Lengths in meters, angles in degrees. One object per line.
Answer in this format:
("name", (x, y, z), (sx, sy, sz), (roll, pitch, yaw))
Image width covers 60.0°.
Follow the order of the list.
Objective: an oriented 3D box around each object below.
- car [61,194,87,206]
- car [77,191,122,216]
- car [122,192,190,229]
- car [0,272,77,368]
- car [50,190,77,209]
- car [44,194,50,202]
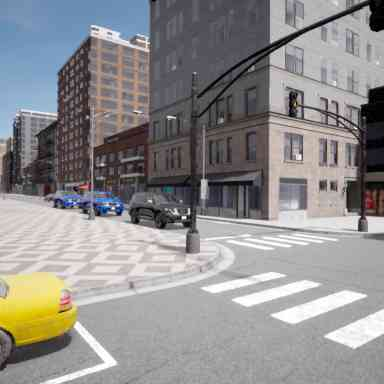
("car", (-16.837, 1.079, 47.269), (2.128, 1.511, 4.902), (1, 0, -35))
("car", (-7.980, 0.960, 29.212), (2.150, 2.045, 5.566), (1, 0, -35))
("car", (-2.036, 1.053, 20.803), (2.150, 2.045, 5.566), (1, 0, -35))
("car", (-3.945, 1.525, 3.938), (4.829, 1.417, 1.752), (0, 1, -36))
("car", (-14.175, 0.860, 37.995), (2.150, 2.045, 5.566), (1, 0, -35))
("car", (-24.269, 0.998, 57.768), (1.812, 1.442, 4.674), (1, 0, -35))
